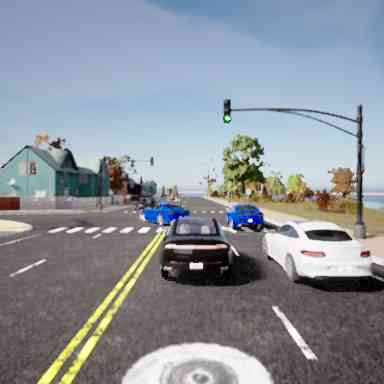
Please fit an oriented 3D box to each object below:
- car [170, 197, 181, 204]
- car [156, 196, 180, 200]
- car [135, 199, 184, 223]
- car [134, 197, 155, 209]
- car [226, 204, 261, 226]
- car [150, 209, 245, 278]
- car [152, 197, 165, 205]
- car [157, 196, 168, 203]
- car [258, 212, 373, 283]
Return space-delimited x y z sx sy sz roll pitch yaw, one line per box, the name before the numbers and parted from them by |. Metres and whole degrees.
car | -3.245 1.706 66.065 1.895 1.301 4.718 0 0 0
car | -3.301 1.608 46.072 2.033 1.411 5.357 0 0 3
car | -2.033 1.500 23.585 1.882 1.535 5.008 2 -1 -31
car | -6.586 1.563 44.953 1.837 1.490 4.892 0 0 0
car | 3.352 1.497 21.635 1.882 1.535 5.008 0 0 0
car | 0.099 1.499 10.127 2.128 1.511 4.902 0 0 0
car | -6.495 1.648 64.388 2.033 1.411 5.357 0 0 0
car | -6.495 1.669 74.754 2.033 1.411 5.357 0 0 0
car | 3.347 1.533 9.581 1.812 1.442 4.674 0 0 0
